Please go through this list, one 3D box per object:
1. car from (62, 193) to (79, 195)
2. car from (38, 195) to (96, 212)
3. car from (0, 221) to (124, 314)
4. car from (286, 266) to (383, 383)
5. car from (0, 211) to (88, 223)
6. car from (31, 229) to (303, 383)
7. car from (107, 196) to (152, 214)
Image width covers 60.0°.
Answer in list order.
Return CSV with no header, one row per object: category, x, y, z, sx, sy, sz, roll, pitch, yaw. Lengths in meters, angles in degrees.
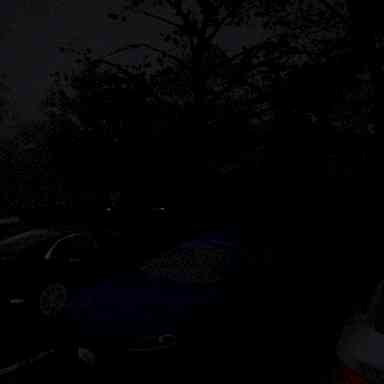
car,-20.432,1.274,54.820,2.150,2.045,5.566,-3,-1,35
car,-10.683,1.312,28.703,1.882,1.535,5.008,-3,-1,36
car,-2.354,1.475,7.486,2.231,1.521,4.892,0,0,35
car,2.876,1.520,3.761,2.002,1.452,4.674,0,0,35
car,-5.020,1.511,9.390,2.002,1.452,4.674,0,0,36
car,0.317,1.477,5.595,2.097,1.535,5.008,0,0,35
car,-5.736,1.149,30.179,1.837,1.490,4.892,-3,-1,35
